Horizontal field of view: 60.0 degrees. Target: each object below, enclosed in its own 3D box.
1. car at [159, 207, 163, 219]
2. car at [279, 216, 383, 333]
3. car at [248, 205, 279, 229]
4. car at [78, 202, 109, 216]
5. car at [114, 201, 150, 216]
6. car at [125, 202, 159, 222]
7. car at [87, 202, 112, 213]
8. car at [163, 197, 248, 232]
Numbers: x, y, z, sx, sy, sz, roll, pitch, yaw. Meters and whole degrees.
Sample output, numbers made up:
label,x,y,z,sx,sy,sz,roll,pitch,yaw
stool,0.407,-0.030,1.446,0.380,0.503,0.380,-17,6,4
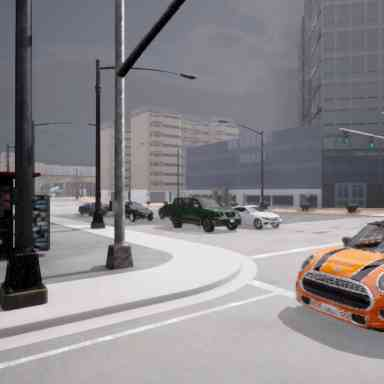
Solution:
label,x,y,z,sx,sy,sz,roll,pitch,yaw
car,-1.360,1.740,30.107,1.812,1.442,4.674,0,-1,-36
car,4.235,1.361,6.610,4.553,1.767,2.097,0,0,-29
car,3.940,1.635,22.720,1.812,1.442,4.674,0,-1,-35
car,-11.381,1.939,37.903,2.033,1.411,5.357,0,-1,-36
car,-6.873,1.841,37.649,2.128,1.511,4.902,0,-1,-36
car,-5.135,1.741,29.287,1.837,1.490,4.892,0,-1,-36
car,-12.706,2.060,45.741,1.994,1.385,4.181,0,-1,-35
car,0.673,1.335,21.289,2.150,2.045,5.566,0,-1,-36
